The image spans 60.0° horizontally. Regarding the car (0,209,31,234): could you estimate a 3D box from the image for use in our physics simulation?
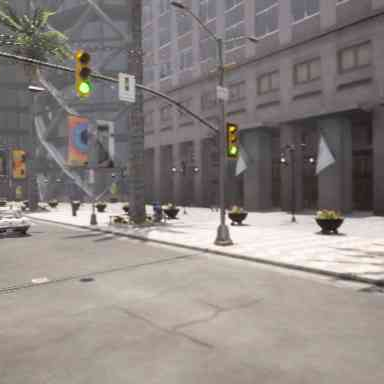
[{"bbox_3d":[-10.330,1.588,17.902,1.895,1.301,4.718,-1,1,-41],"label":"car"}]
